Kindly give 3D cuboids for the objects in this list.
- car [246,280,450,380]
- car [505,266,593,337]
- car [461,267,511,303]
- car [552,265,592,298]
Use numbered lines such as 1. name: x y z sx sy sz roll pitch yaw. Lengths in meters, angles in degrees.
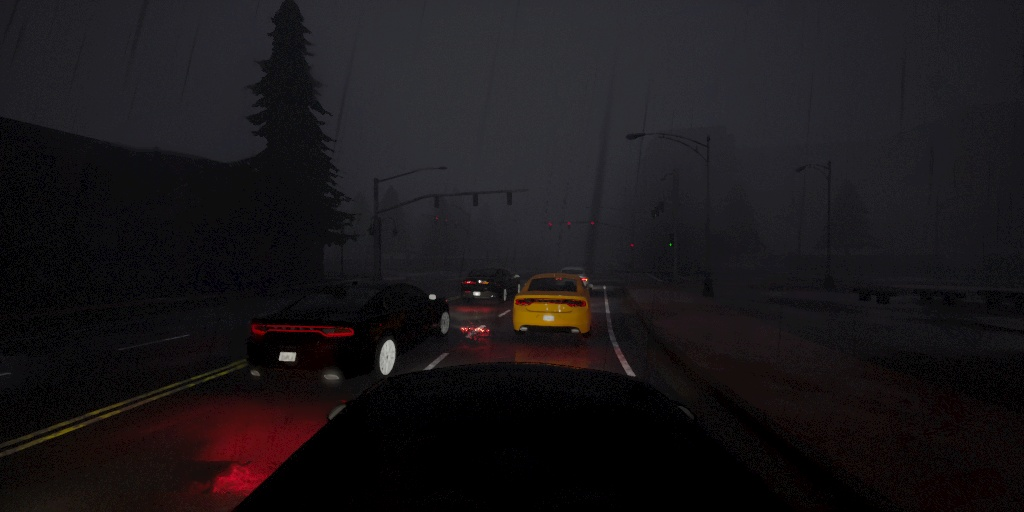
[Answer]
1. car: -2.764 1.228 7.368 1.882 1.535 5.008 0 0 7
2. car: 1.301 1.228 10.398 1.882 1.535 5.008 0 0 11
3. car: -0.859 1.255 16.672 1.837 1.490 4.892 0 0 13
4. car: 3.370 1.274 19.428 1.812 1.442 4.674 0 0 14
